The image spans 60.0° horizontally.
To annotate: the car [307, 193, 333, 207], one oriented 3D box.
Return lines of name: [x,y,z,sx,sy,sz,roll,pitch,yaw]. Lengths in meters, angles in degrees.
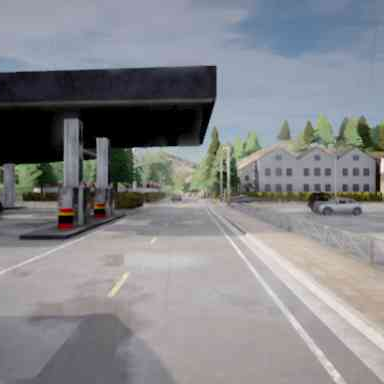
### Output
car: [13.275,1.002,32.543,3.866,1.878,1.905,0,0,-1]

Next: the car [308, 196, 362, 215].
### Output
car: [12.683,1.294,29.216,3.806,1.475,1.970,0,0,-1]

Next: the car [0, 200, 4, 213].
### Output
car: [-20.729,1.405,32.888,2.242,1.667,4.611,0,0,-1]

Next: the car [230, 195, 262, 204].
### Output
car: [8.440,1.181,51.762,4.902,1.511,2.128,0,0,-1]

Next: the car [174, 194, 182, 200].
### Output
car: [-3.502,1.287,83.333,1.882,1.535,5.008,0,0,0]

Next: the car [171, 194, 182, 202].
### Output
car: [-3.502,1.188,72.946,2.097,1.767,4.553,0,0,0]
